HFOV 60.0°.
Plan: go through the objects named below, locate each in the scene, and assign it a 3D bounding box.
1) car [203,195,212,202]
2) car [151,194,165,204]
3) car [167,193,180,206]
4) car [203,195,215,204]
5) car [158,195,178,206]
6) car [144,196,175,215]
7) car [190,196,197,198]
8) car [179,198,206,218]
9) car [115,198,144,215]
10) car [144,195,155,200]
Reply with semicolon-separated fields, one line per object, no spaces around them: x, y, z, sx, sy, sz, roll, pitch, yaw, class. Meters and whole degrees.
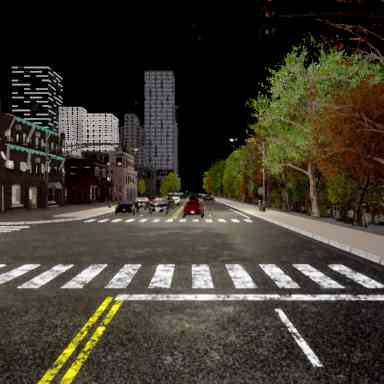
3.399;1.448;74.284;1.882;1.535;5.008;0;0;0;car
-6.425;1.329;62.643;2.097;1.767;4.553;0;0;1;car
-3.206;1.202;55.229;2.150;2.045;5.566;0;0;1;car
3.480;1.468;64.015;2.128;1.511;4.902;0;0;0;car
-3.244;1.490;44.504;1.837;1.490;4.892;0;0;0;car
-3.272;1.481;34.262;2.128;1.511;4.902;0;0;0;car
0.228;1.504;61.411;1.812;1.442;4.674;0;0;1;car
0.138;1.517;30.188;1.812;1.442;4.674;0;0;2;car
-6.524;1.554;33.955;1.994;1.385;4.181;0;0;0;car
-6.504;1.477;42.832;2.128;1.511;4.902;0;0;0;car
